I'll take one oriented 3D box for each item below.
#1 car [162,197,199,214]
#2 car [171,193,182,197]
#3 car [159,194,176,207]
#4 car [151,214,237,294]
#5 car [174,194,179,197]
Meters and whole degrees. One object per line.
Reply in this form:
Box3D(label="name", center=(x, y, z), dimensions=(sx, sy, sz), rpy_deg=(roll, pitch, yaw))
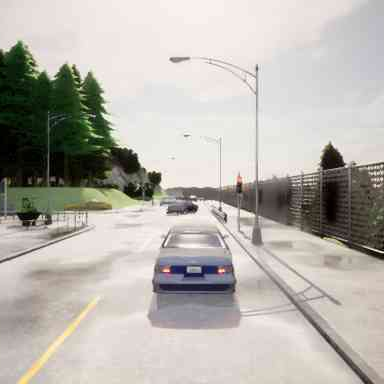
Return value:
Box3D(label="car", center=(-0.895, 1.564, 34.575), dimensions=(1.994, 1.385, 4.181), rpy_deg=(0, 0, 27))
Box3D(label="car", center=(-3.868, 1.225, 72.788), dimensions=(2.150, 2.045, 5.566), rpy_deg=(0, 0, 0))
Box3D(label="car", center=(-3.997, 1.505, 52.486), dimensions=(1.837, 1.490, 4.892), rpy_deg=(0, 0, 0))
Box3D(label="car", center=(0.063, 1.547, 8.936), dimensions=(2.033, 1.411, 5.357), rpy_deg=(0, 0, 1))
Box3D(label="car", center=(-3.949, 1.526, 62.383), dimensions=(1.812, 1.442, 4.674), rpy_deg=(0, 0, 1))
